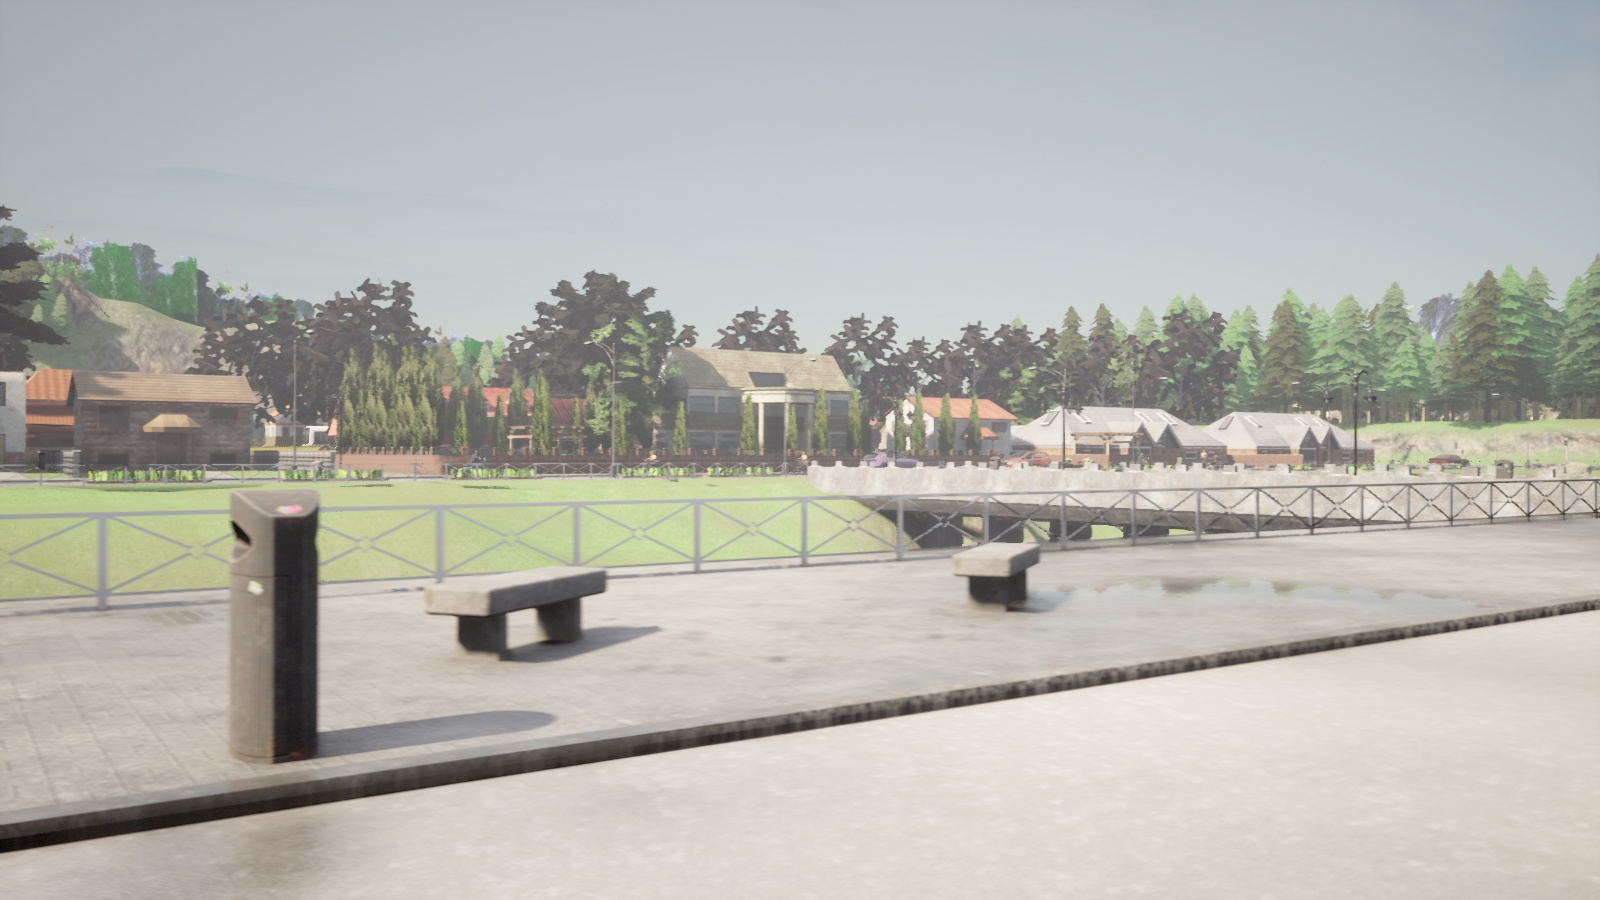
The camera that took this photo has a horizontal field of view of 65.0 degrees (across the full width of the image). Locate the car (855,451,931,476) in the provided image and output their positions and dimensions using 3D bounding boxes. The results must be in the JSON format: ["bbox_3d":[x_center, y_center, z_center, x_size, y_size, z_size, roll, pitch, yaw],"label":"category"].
[{"bbox_3d":[6.189,0.867,83.733,4.856,1.649,2.033,0,0,-35],"label":"car"}]

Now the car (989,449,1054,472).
[{"bbox_3d":[16.969,0.789,96.107,4.611,1.667,2.242,0,0,-35],"label":"car"}]
